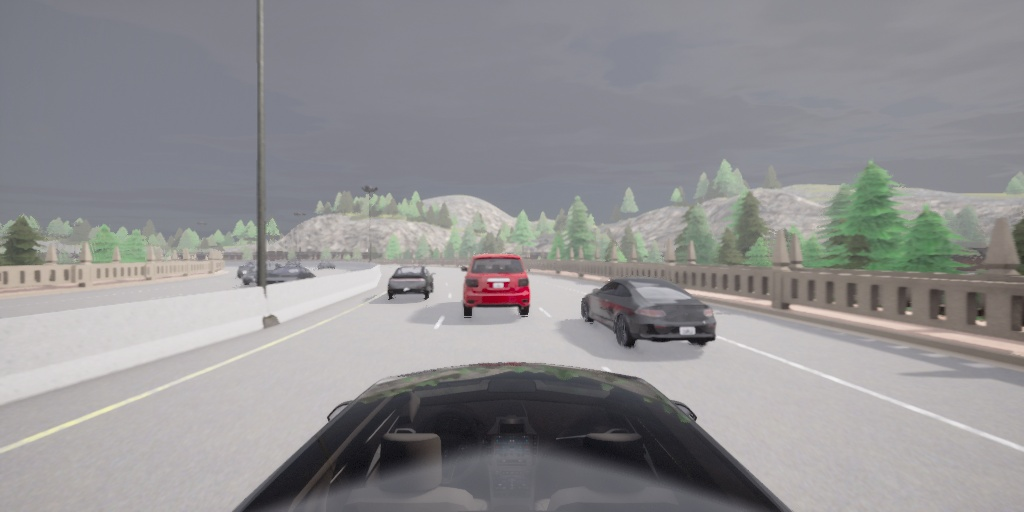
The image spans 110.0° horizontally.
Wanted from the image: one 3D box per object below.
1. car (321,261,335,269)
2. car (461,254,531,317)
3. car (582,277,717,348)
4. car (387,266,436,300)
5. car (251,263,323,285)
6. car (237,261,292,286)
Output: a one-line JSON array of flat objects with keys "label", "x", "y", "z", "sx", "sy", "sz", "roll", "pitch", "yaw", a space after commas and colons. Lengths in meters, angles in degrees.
[{"label": "car", "x": -29.838, "y": 1.482, "z": 57.714, "sx": 1.994, "sy": 1.385, "sz": 4.181, "roll": 0, "pitch": 0, "yaw": -37}, {"label": "car", "x": -0.697, "y": 0.959, "z": 13.282, "sx": 2.150, "sy": 2.045, "sz": 5.566, "roll": 0, "pitch": 0, "yaw": -6}, {"label": "car", "x": 3.171, "y": 1.258, "z": 9.136, "sx": 1.812, "sy": 1.442, "sz": 4.674, "roll": 0, "pitch": 0, "yaw": -4}, {"label": "car", "x": -4.897, "y": 1.238, "z": 17.717, "sx": 2.128, "sy": 1.511, "sz": 4.902, "roll": 0, "pitch": 0, "yaw": -9}, {"label": "car", "x": -12.792, "y": 1.334, "z": 20.710, "sx": 1.994, "sy": 1.385, "sz": 4.181, "roll": 0, "pitch": 0, "yaw": -12}, {"label": "car", "x": -17.741, "y": 1.317, "z": 26.104, "sx": 1.812, "sy": 1.442, "sz": 4.674, "roll": 0, "pitch": 0, "yaw": -16}]
